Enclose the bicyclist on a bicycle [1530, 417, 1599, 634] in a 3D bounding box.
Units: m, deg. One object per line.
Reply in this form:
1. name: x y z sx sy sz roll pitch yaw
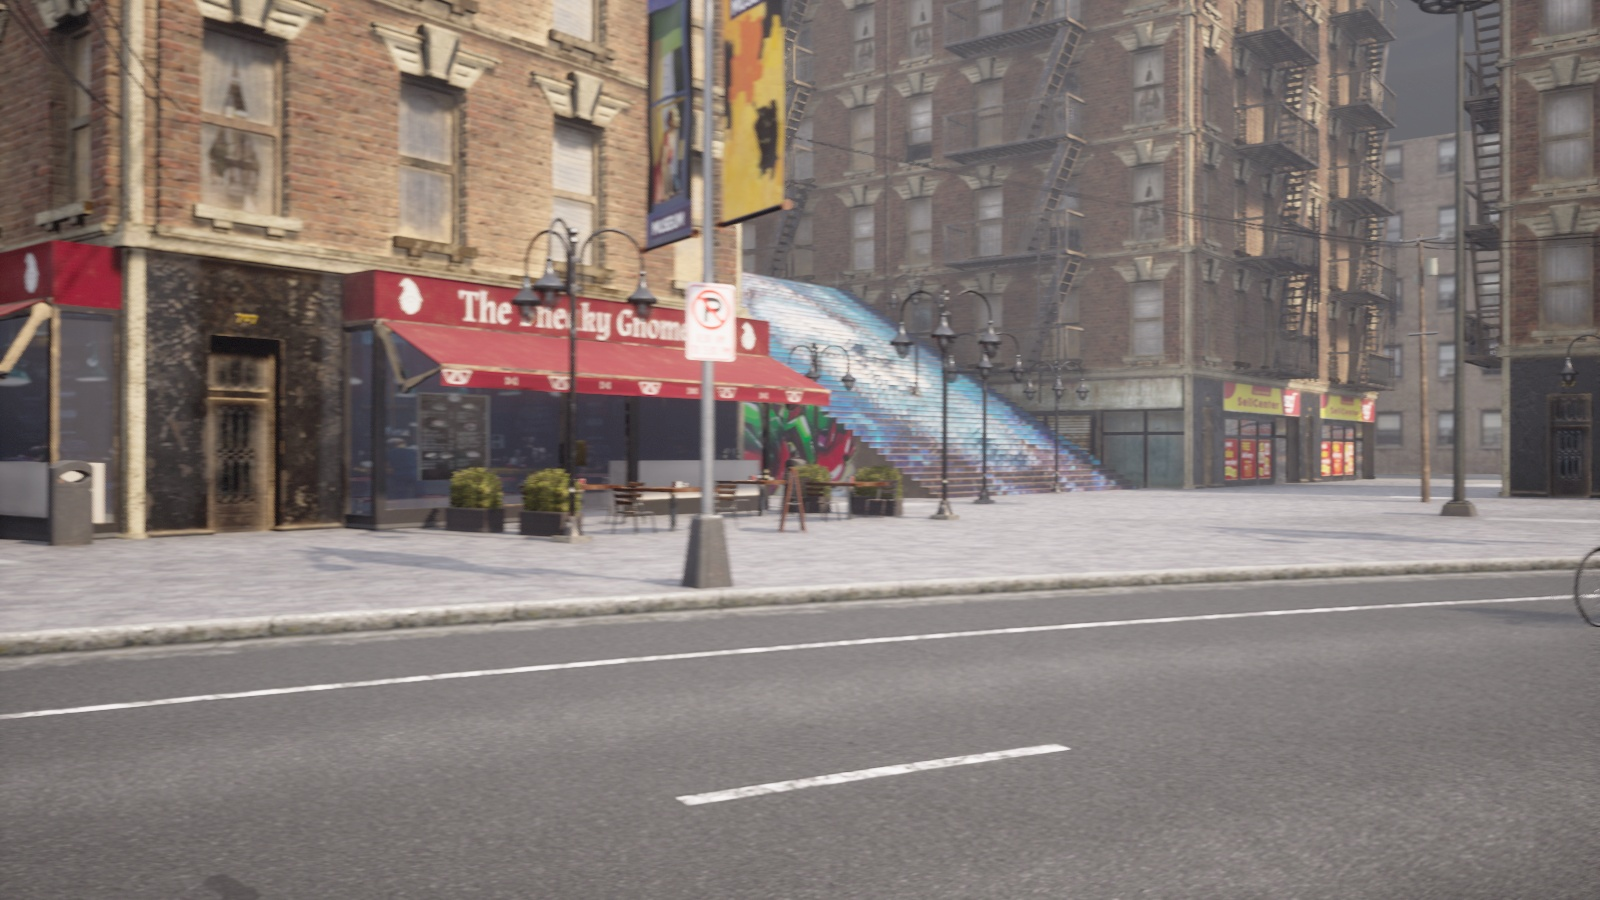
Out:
1. bicyclist on a bicycle: 7.320 0.622 10.898 1.843 1.776 0.659 0 0 -20
